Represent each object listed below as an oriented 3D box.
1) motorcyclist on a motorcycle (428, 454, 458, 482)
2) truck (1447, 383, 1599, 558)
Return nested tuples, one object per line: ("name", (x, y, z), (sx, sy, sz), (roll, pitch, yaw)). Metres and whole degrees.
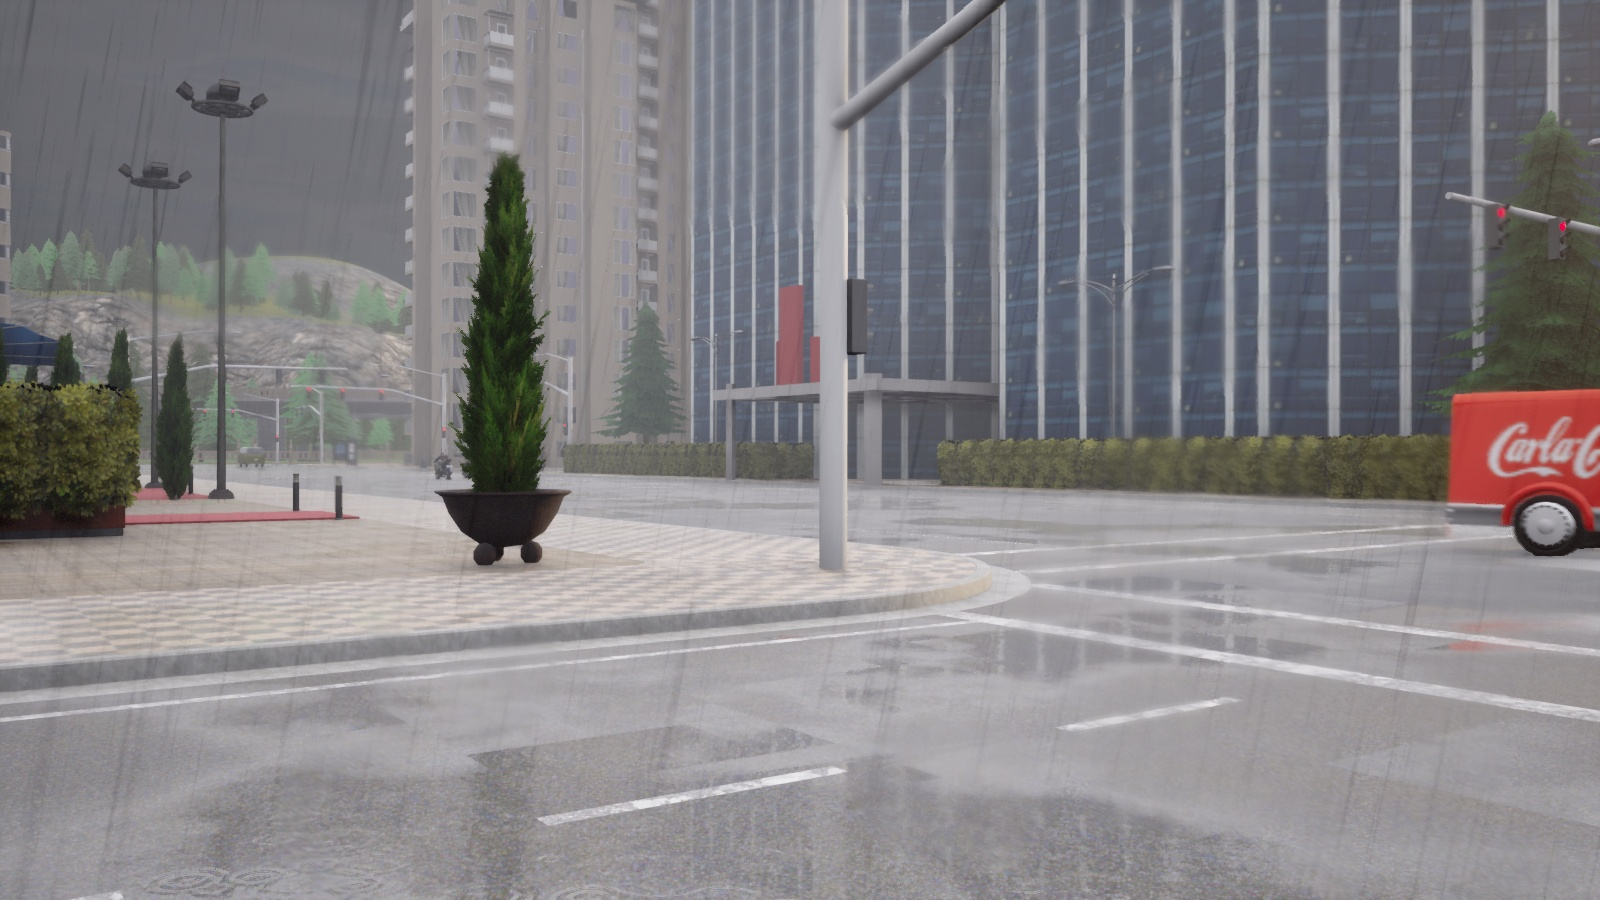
("motorcyclist on a motorcycle", (-19.588, 0.990, 68.870), (0.866, 1.530, 2.191), (0, 0, -35))
("truck", (12.606, 0.275, 18.169), (5.204, 2.467, 2.627), (0, 0, 45))
